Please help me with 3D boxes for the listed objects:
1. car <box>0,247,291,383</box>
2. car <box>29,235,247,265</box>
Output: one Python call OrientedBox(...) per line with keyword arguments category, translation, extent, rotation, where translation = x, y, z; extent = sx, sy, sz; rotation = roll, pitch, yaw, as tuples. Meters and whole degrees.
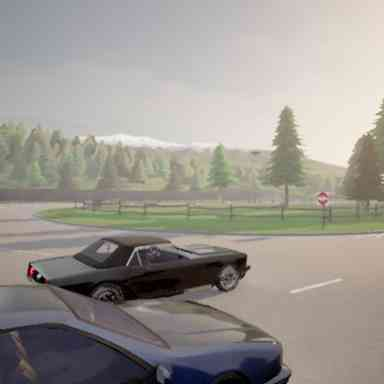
OrientedBox(category="car", translation=(-1.588, 1.549, 2.615), extent=(5.357, 1.411, 2.033), rotation=(1, 0, -36))
OrientedBox(category="car", translation=(-0.923, 1.635, 7.387), extent=(4.718, 1.301, 1.895), rotation=(1, 0, -36))
